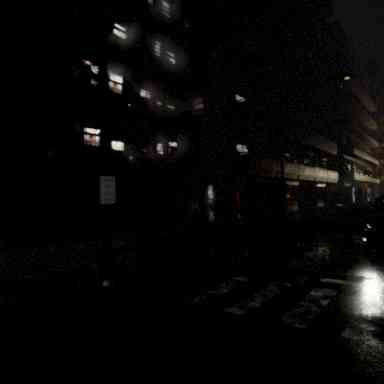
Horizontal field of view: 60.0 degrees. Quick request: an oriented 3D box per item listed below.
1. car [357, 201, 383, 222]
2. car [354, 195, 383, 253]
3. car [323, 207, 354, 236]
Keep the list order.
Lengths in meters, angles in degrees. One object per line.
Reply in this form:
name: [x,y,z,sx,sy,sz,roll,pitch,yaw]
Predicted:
car: [14.287,1.412,25.704,2.008,1.369,4.403,-2,0,36]
car: [8.046,1.120,12.756,2.150,2.045,5.566,-2,-1,36]
car: [8.270,1.489,17.588,1.887,1.381,4.507,-2,0,36]
